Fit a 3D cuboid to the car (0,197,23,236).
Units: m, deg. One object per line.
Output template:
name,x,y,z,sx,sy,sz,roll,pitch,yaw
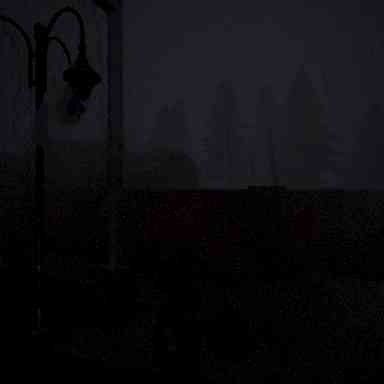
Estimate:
car,-8.708,1.212,17.575,1.932,1.855,4.605,0,0,36
